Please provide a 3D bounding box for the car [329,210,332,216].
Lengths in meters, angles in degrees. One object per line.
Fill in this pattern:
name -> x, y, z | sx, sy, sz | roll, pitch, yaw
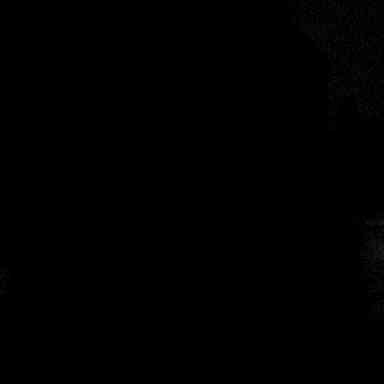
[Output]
car -> 11.795, 2.018, 34.003 | 1.895, 1.301, 4.718 | -1, 0, -35
